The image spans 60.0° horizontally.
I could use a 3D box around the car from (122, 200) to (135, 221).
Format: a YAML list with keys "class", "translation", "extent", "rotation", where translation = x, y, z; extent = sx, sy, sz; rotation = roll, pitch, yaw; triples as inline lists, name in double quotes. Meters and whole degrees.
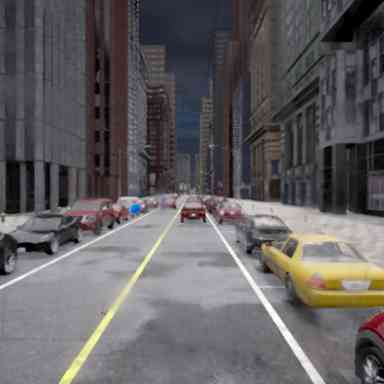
- class: "car"
  translation: [-5.767, 1.565, 24.642]
  extent: [1.887, 1.381, 4.507]
  rotation: [0, 0, 0]

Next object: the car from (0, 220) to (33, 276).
- class: "car"
  translation: [-5.765, 1.573, 7.732]
  extent: [1.947, 1.339, 4.313]
  rotation: [0, 0, 0]

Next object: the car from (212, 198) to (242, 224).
- class: "car"
  translation: [2.758, 1.460, 24.653]
  extent: [1.967, 1.590, 4.097]
  rotation: [0, 0, 0]

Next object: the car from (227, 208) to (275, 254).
- class: "car"
  translation: [2.759, 1.561, 13.380]
  extent: [2.008, 1.369, 4.403]
  rotation: [0, 0, 0]

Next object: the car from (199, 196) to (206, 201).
- class: "car"
  translation: [2.754, 1.663, 86.652]
  extent: [1.802, 1.307, 4.206]
  rotation: [0, 0, 0]

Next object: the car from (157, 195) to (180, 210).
- class: "car"
  translation: [-3.042, 1.514, 44.084]
  extent: [1.882, 1.535, 5.008]
  rotation: [0, 0, 1]

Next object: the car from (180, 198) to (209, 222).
- class: "car"
  translation: [0.098, 1.499, 26.381]
  extent: [1.882, 1.535, 5.008]
  rotation: [0, 0, 0]

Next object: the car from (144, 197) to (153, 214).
- class: "car"
  translation: [-5.768, 1.470, 35.916]
  extent: [1.967, 1.590, 4.097]
  rotation: [0, 0, 0]

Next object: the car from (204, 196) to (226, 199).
- class: "car"
  translation: [2.757, 1.344, 35.926]
  extent: [2.192, 1.841, 5.009]
  rotation: [0, 0, 0]

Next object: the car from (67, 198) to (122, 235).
- class: "car"
  translation: [-5.767, 1.331, 19.005]
  extent: [2.192, 1.841, 5.009]
  rotation: [0, 0, 0]

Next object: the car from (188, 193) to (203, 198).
- class: "car"
  translation: [0.097, 1.387, 44.618]
  extent: [2.097, 1.767, 4.553]
  rotation: [0, 0, 0]

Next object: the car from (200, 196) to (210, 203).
- class: "car"
  translation: [2.755, 1.626, 69.743]
  extent: [1.947, 1.339, 4.313]
  rotation: [0, 0, 0]

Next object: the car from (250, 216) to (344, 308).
- class: "car"
  translation: [2.760, 1.532, 7.914]
  extent: [1.752, 1.417, 4.829]
  rotation: [0, 0, 0]

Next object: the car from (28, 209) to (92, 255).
- class: "car"
  translation: [-5.766, 1.577, 13.369]
  extent: [1.947, 1.339, 4.313]
  rotation: [0, 0, 0]

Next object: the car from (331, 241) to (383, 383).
- class: "car"
  translation: [2.760, 1.442, 2.108]
  extent: [1.967, 1.590, 4.097]
  rotation: [0, 0, 0]

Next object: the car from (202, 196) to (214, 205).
- class: "car"
  translation: [2.755, 1.488, 58.470]
  extent: [1.967, 1.590, 4.097]
  rotation: [0, 0, 0]

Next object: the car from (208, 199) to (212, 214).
- class: "car"
  translation: [2.758, 1.590, 30.289]
  extent: [1.947, 1.339, 4.313]
  rotation: [0, 0, 0]

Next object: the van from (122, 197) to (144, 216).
- class: "van"
  translation: [-5.768, 1.366, 30.279]
  extent: [1.690, 1.788, 3.998]
  rotation: [0, 0, 0]

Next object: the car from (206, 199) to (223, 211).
- class: "car"
  translation: [2.757, 1.578, 41.562]
  extent: [1.887, 1.381, 4.507]
  rotation: [0, 0, 0]

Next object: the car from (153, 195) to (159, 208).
- class: "car"
  translation: [-5.769, 1.479, 47.190]
  extent: [1.967, 1.590, 4.097]
  rotation: [0, 0, 0]
